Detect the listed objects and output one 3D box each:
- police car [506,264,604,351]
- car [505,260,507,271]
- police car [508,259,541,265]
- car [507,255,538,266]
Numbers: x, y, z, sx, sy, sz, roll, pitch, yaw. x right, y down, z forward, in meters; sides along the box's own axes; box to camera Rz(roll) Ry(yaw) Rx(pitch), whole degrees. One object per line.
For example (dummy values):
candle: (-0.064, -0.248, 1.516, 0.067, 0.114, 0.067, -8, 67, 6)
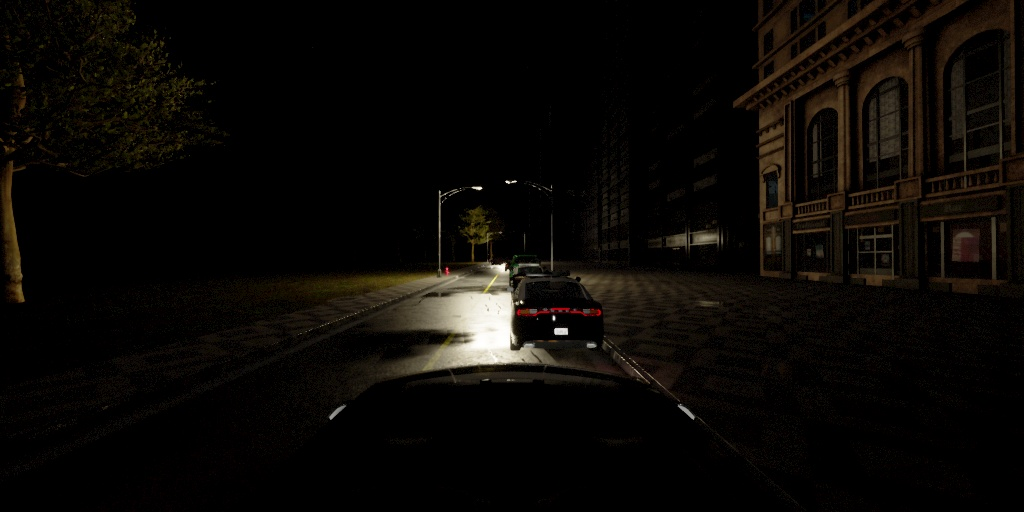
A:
police car: (0.899, 1.175, 9.149, 1.930, 1.638, 5.238, 0, 0, 0)
car: (0.016, 1.252, 46.600, 2.033, 1.411, 5.357, 0, 0, 1)
police car: (0.897, 1.170, 19.150, 1.930, 1.638, 5.238, 0, 0, 0)
car: (0.894, 0.963, 25.070, 2.150, 2.045, 5.566, 0, 0, 0)
